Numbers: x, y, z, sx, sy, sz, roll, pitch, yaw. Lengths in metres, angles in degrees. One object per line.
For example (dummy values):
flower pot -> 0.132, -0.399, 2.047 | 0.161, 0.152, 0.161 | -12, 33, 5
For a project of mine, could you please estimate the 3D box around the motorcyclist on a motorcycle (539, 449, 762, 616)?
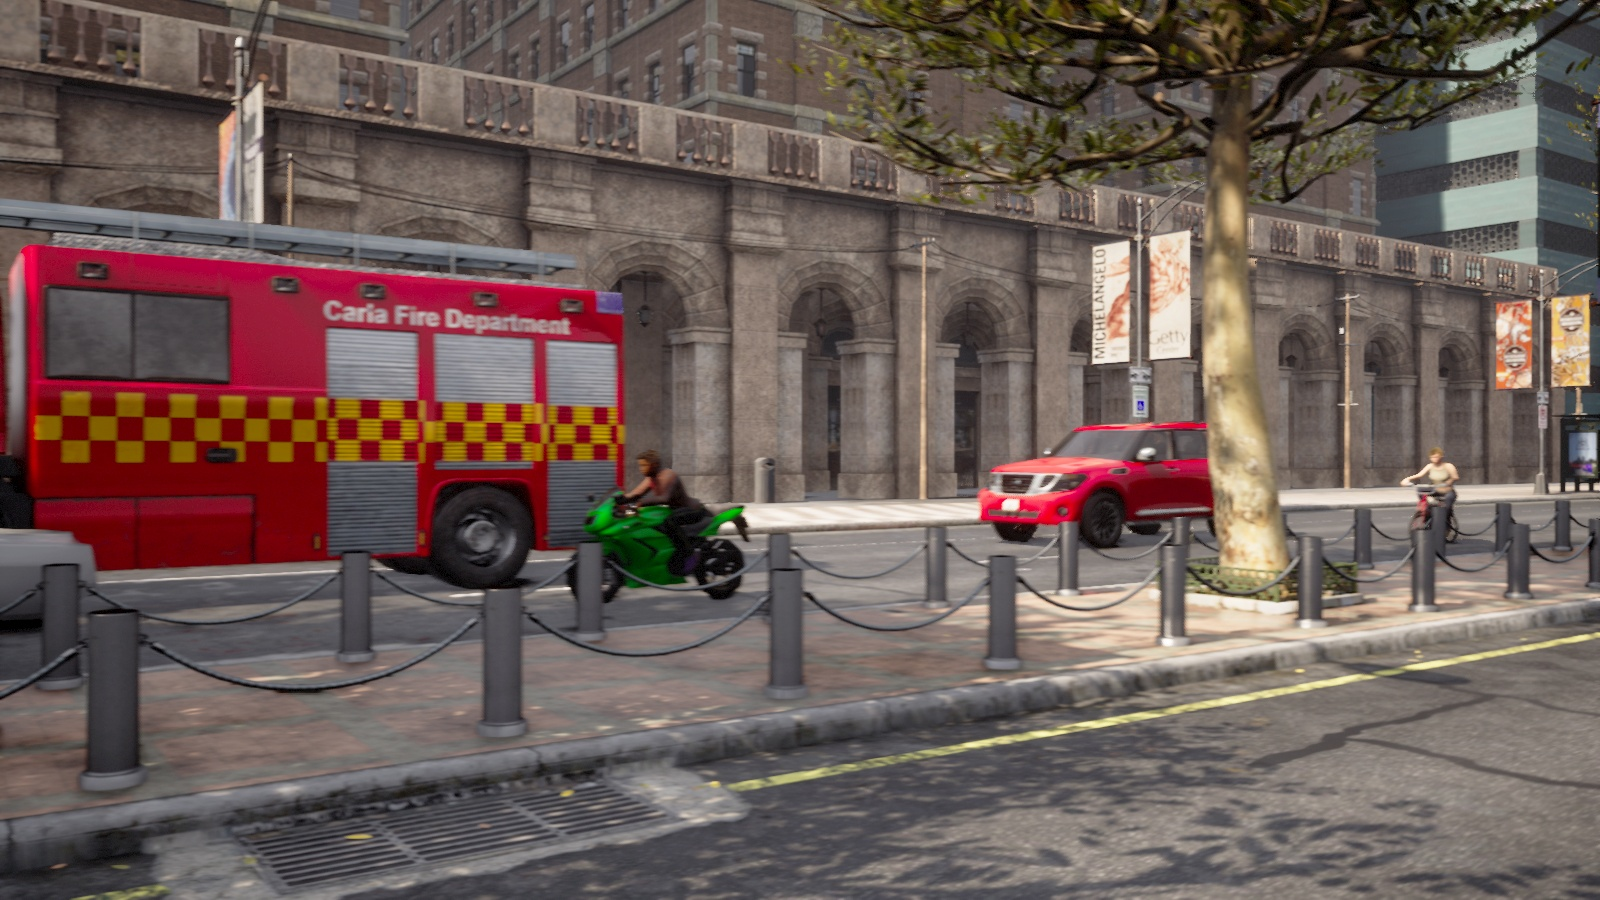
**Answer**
motorcyclist on a motorcycle -> -1.453, 0.761, 12.390 | 2.044, 1.523, 0.797 | 0, 0, -35

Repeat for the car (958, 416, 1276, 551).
car -> 5.523, 0.505, 21.505 | 5.566, 2.045, 2.150 | 0, 0, -35

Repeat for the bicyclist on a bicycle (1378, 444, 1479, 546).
bicyclist on a bicycle -> 10.295, 0.710, 20.566 | 1.509, 1.612, 0.866 | 0, 0, -35

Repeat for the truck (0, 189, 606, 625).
truck -> -6.523, -0.374, 13.132 | 8.468, 3.827, 2.891 | 0, 0, -35

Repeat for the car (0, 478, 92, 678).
car -> -7.389, 0.881, 8.174 | 4.718, 1.301, 1.895 | 0, 0, -34
